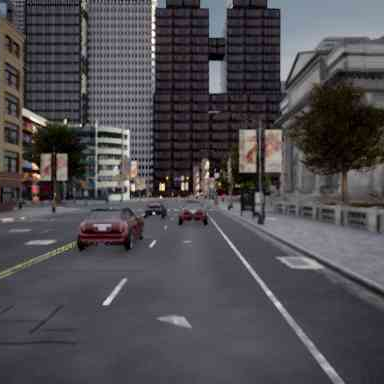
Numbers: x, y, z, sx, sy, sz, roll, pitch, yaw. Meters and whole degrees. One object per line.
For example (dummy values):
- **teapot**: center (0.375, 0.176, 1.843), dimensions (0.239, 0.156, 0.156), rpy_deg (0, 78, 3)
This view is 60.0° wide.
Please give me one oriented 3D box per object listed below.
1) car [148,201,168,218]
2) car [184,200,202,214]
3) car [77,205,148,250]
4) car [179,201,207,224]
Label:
- **car**: center (-3.428, 1.679, 32.307), dimensions (1.837, 1.490, 4.892), rpy_deg (0, 0, 0)
- **car**: center (0.066, 1.763, 39.936), dimensions (2.033, 1.411, 5.357), rpy_deg (0, 0, 0)
- **car**: center (-3.417, 1.432, 14.791), dimensions (2.097, 1.767, 4.553), rpy_deg (0, 0, 0)
- **car**: center (0.078, 1.493, 26.156), dimensions (2.097, 1.767, 4.553), rpy_deg (0, 0, 0)
